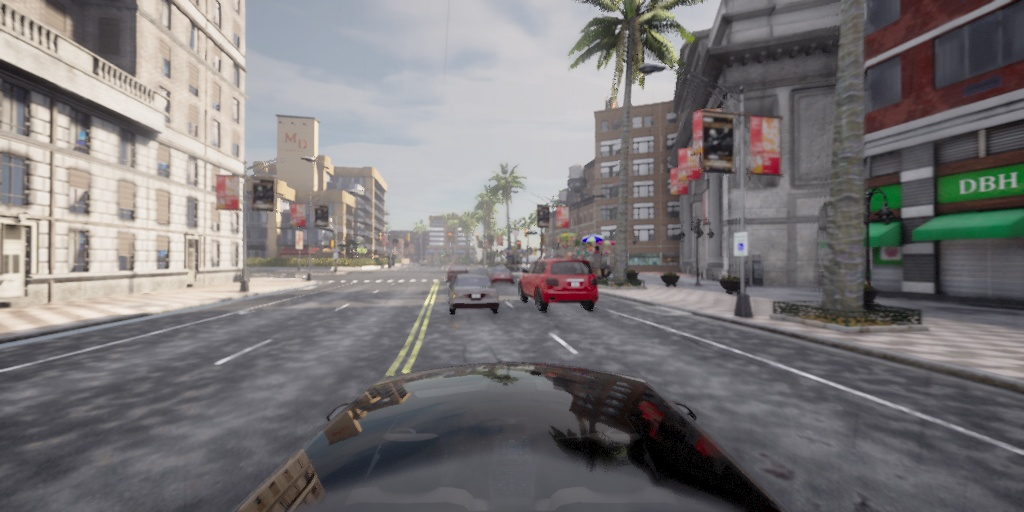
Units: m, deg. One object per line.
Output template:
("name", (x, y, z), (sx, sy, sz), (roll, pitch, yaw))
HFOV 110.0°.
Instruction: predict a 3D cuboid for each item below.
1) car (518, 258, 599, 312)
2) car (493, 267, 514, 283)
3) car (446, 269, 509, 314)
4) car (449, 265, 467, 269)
("car", (1.773, 1.114, 15.325), (2.150, 2.045, 5.566), (0, 0, -10))
("car", (-1.093, 1.614, 30.958), (1.994, 1.385, 4.181), (0, 0, -10))
("car", (-1.659, 1.430, 14.633), (2.033, 1.411, 5.357), (0, -1, -10))
("car", (-4.665, 1.528, 31.058), (1.882, 1.535, 5.008), (0, 0, -10))
